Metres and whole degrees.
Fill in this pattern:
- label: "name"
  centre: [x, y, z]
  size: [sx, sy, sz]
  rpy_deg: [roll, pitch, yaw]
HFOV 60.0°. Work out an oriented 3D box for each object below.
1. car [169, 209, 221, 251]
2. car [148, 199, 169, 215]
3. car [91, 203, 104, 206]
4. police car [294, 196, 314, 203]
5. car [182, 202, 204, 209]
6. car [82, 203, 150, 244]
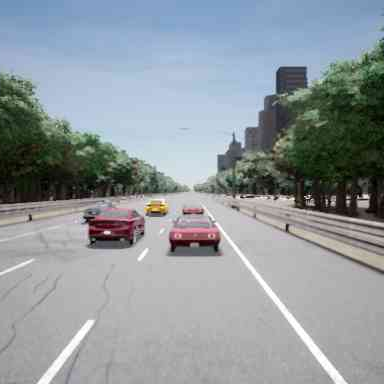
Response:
- label: "car"
  centre: [0.099, 1.599, 14.109]
  size: [1.895, 1.301, 4.718]
  rpy_deg: [0, 0, 0]
- label: "car"
  centre: [-3.404, 1.440, 33.253]
  size: [1.882, 1.535, 5.008]
  rpy_deg: [0, 0, 0]
- label: "car"
  centre: [-6.903, 1.530, 25.954]
  size: [2.033, 1.411, 5.357]
  rpy_deg: [0, 0, 0]
- label: "police car"
  centre: [24.677, 1.624, 72.662]
  size: [2.038, 1.542, 4.974]
  rpy_deg: [0, 1, -42]
- label: "car"
  centre: [0.098, 1.573, 30.151]
  size: [1.895, 1.301, 4.718]
  rpy_deg: [0, 0, 0]
- label: "car"
  centre: [-3.401, 1.474, 15.813]
  size: [1.882, 1.535, 5.008]
  rpy_deg: [0, 0, 0]
